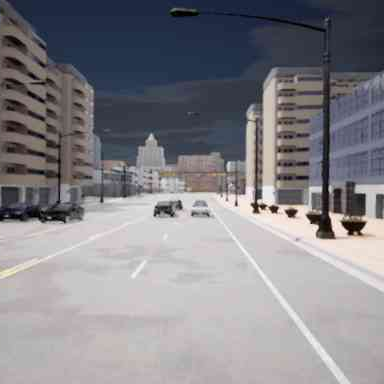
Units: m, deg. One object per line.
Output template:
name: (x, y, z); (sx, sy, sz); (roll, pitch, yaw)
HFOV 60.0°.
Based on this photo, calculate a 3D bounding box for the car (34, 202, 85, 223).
car: (-9.902, 1.558, 25.761); (1.882, 1.535, 5.008); (0, 0, 1)

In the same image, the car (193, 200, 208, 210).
car: (1.192, 1.833, 47.817); (1.994, 1.385, 4.181); (0, 0, 2)

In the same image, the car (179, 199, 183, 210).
car: (-2.316, 1.730, 47.601); (2.128, 1.511, 4.902); (0, 0, 2)

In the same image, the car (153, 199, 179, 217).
car: (-2.667, 1.649, 33.068); (1.837, 1.490, 4.892); (0, 0, 2)

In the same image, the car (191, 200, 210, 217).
car: (0.858, 1.781, 33.872); (1.895, 1.301, 4.718); (0, 0, 2)

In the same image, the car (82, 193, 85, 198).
car: (-27.529, 0.799, 81.334); (1.970, 1.475, 3.806); (0, 2, 2)

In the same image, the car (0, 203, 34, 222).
car: (-13.470, 1.571, 26.267); (1.994, 1.385, 4.181); (0, 0, 2)
